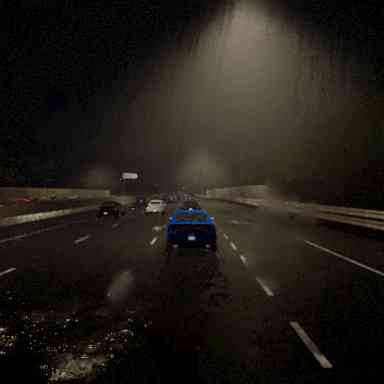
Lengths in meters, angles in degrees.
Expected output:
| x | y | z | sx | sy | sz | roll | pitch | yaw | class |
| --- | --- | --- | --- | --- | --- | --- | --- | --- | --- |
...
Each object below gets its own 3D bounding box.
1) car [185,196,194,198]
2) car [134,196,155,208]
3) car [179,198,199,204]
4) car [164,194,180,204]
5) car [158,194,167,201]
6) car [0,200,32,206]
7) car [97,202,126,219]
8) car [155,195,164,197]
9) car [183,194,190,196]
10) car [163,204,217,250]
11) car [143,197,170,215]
| x | y | z | sx | sy | sz | roll | pitch | yaw | class |
| --- | --- | --- | --- | --- | --- | --- | --- | --- | --- |
| -0.290 | 1.672 | 53.537 | 1.895 | 1.301 | 4.718 | 0 | 0 | -1 | car |
| -7.249 | 1.422 | 49.465 | 2.097 | 1.767 | 4.553 | 0 | 0 | -1 | car |
| -0.114 | 1.613 | 33.521 | 1.994 | 1.385 | 4.181 | 0 | 0 | 0 | car |
| -3.946 | 1.433 | 66.248 | 2.097 | 1.767 | 4.553 | 0 | 0 | -1 | car |
| -7.771 | 1.469 | 87.104 | 2.097 | 1.767 | 4.553 | 0 | 0 | -1 | car |
| -17.696 | 1.532 | 33.778 | 1.882 | 1.535 | 5.008 | 0 | 0 | 0 | car |
| -7.090 | 1.571 | 29.548 | 1.812 | 1.442 | 4.674 | 0 | 0 | 0 | car |
| -7.481 | 1.590 | 68.724 | 1.837 | 1.490 | 4.892 | 0 | 0 | -1 | car |
| -0.611 | 1.572 | 77.550 | 1.882 | 1.535 | 5.008 | 0 | 0 | -1 | car |
| -0.021 | 1.498 | 14.348 | 1.882 | 1.535 | 5.008 | 0 | 0 | 0 | car |
| -3.620 | 1.577 | 34.340 | 1.812 | 1.442 | 4.674 | 0 | 0 | 0 | car |
